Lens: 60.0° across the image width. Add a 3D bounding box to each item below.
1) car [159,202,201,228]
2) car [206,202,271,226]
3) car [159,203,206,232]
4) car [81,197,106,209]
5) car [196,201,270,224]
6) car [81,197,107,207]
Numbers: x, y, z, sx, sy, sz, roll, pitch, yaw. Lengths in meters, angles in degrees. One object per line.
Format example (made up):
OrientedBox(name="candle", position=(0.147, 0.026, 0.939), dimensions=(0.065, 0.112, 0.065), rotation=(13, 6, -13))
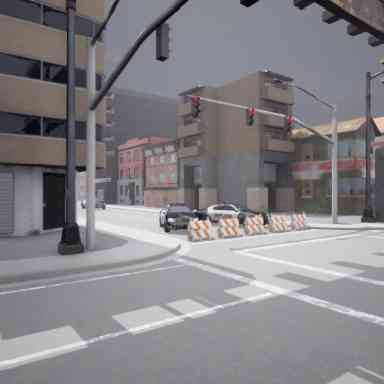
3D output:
OrientedBox(name="car", position=(-0.844, 1.299, 20.031), dimensions=(1.853, 1.218, 4.536), rotation=(0, 0, -11))
OrientedBox(name="car", position=(2.739, 1.457, 22.133), dimensions=(4.974, 1.542, 2.038), rotation=(0, 0, 34))
OrientedBox(name="car", position=(-0.834, 1.456, 19.980), dimensions=(2.038, 1.542, 4.974), rotation=(0, 0, -11))
OrientedBox(name="car", position=(-12.931, 1.457, 43.626), dimensions=(2.038, 1.542, 4.974), rotation=(0, 0, -36))
OrientedBox(name="car", position=(2.696, 1.300, 22.162), dimensions=(4.536, 1.218, 1.853), rotation=(0, 0, 34))
OrientedBox(name="car", position=(-12.962, 1.300, 43.668), dimensions=(1.853, 1.218, 4.536), rotation=(0, 0, -36))
